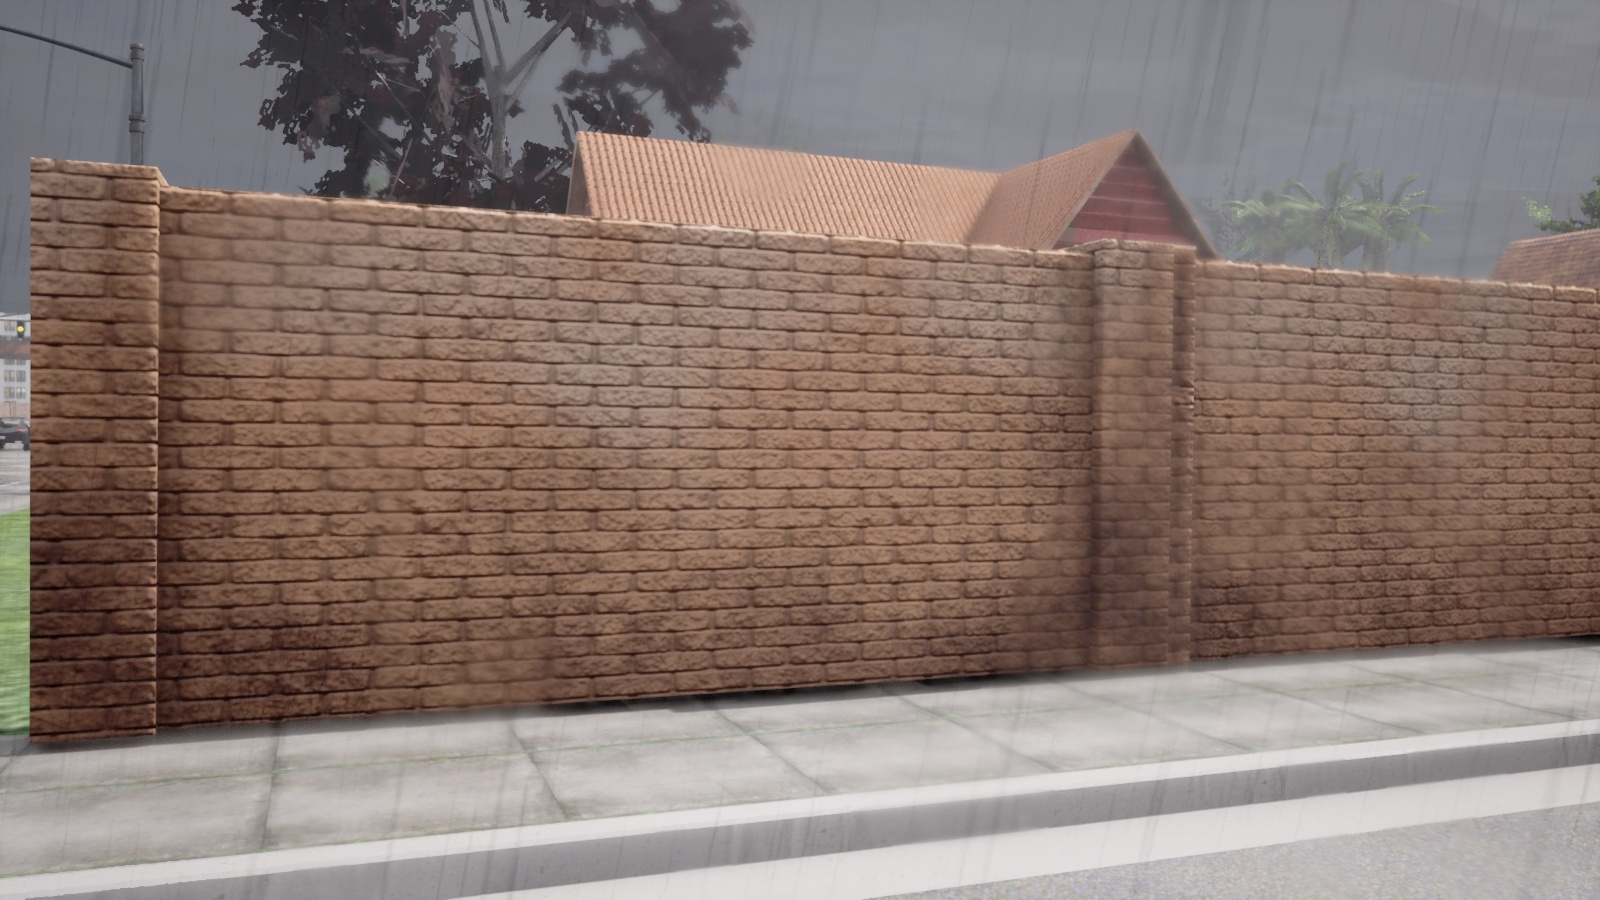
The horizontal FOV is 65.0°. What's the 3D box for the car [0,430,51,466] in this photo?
[{"bbox_3d":[-39.013,-0.129,62.376,2.152,1.651,5.027,-1,2,-20],"label":"car"}]
